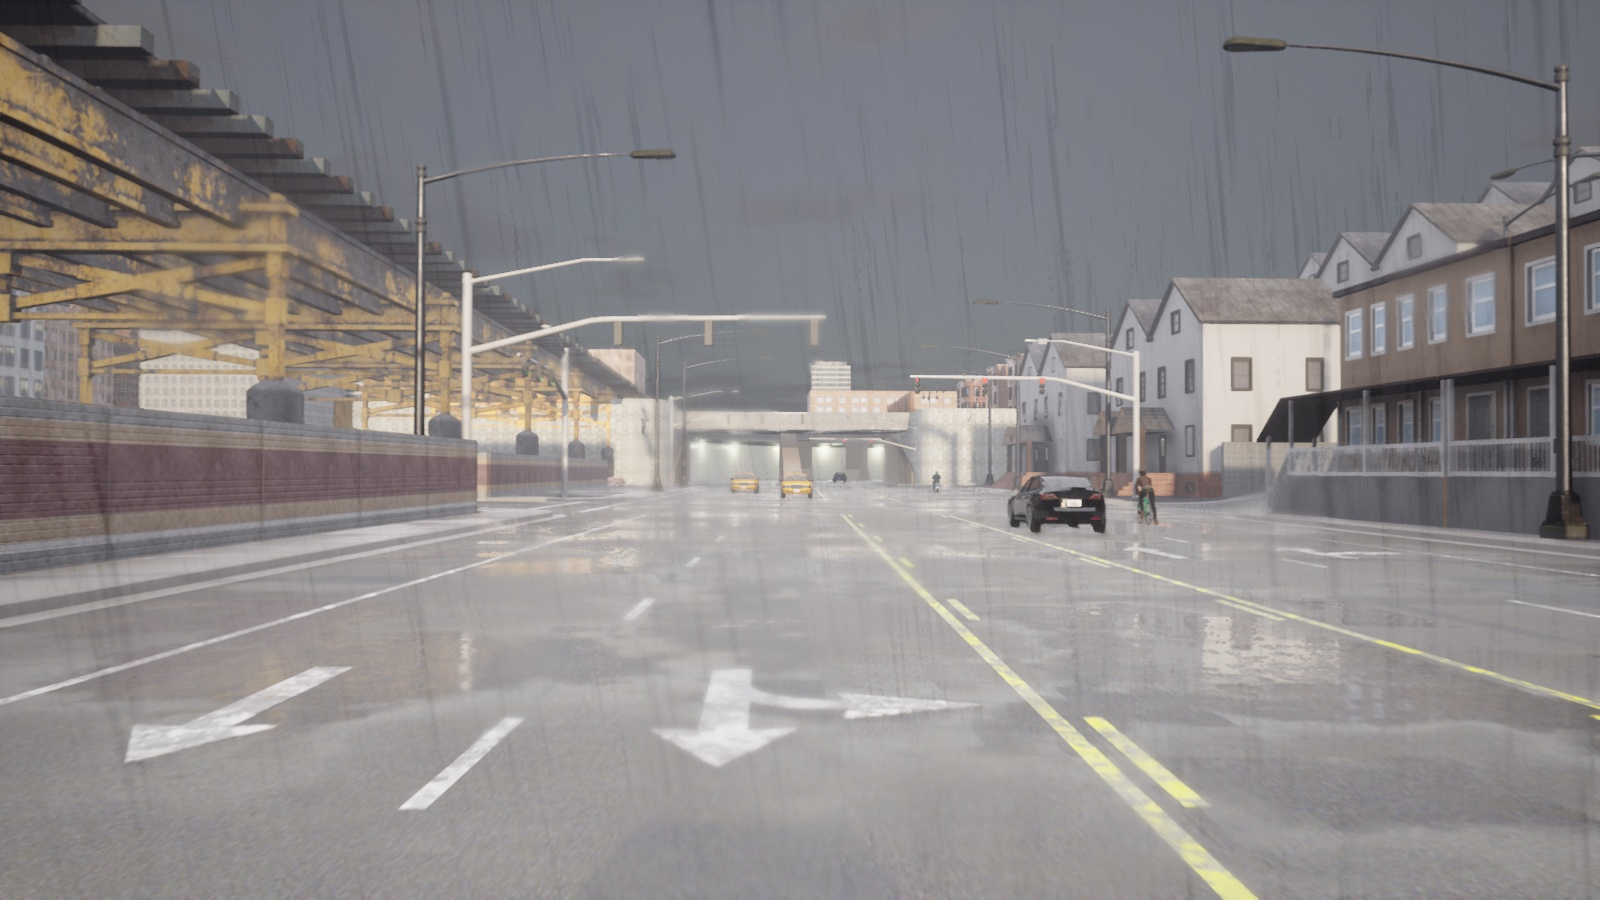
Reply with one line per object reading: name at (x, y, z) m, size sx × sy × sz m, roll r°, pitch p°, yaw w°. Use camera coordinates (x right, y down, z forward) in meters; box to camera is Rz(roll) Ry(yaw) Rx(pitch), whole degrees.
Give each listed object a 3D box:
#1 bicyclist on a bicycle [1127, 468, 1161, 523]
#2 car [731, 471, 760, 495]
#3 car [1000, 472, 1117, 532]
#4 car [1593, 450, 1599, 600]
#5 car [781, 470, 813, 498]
bicyclist on a bicycle at (10.371, 1.360, 37.885) m, size 0.582 × 1.620 × 1.656 m, roll 0°, pitch -1°, yaw 1°
car at (-3.701, 2.209, 86.070) m, size 1.801 × 1.575 × 5.366 m, roll 0°, pitch -1°, yaw 0°
car at (6.921, 1.358, 34.115) m, size 2.163 × 1.488 × 4.792 m, roll 0°, pitch -1°, yaw 0°
car at (10.472, 0.843, 12.621) m, size 2.097 × 1.767 × 4.553 m, roll 0°, pitch -1°, yaw 0°
car at (-0.171, 1.986, 73.343) m, size 1.801 × 1.575 × 5.366 m, roll 0°, pitch -1°, yaw 0°
